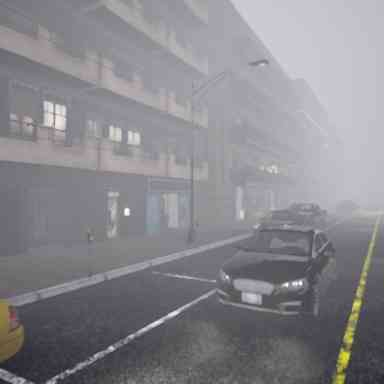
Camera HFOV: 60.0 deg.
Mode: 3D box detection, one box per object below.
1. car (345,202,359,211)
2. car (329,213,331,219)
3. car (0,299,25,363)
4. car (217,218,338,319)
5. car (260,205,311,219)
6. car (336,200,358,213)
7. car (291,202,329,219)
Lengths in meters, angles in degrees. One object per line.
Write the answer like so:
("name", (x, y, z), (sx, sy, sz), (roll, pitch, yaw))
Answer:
("car", (27.207, 2.356, 56.431), (1.887, 1.381, 4.507), (0, -1, 30))
("car", (10.287, 1.971, 27.153), (1.802, 1.307, 4.206), (0, -1, 30))
("car", (-3.898, 1.556, 2.606), (1.752, 1.417, 4.829), (0, -1, 30))
("car", (2.253, 1.606, 7.876), (2.128, 1.511, 4.902), (0, -1, 30))
("car", (4.648, 1.687, 17.395), (1.967, 1.590, 4.097), (0, -1, 30))
("car", (21.569, 1.986, 46.674), (2.192, 1.841, 5.009), (0, -1, 30))
("car", (7.469, 1.633, 22.276), (2.192, 1.841, 5.009), (0, -1, 30))
